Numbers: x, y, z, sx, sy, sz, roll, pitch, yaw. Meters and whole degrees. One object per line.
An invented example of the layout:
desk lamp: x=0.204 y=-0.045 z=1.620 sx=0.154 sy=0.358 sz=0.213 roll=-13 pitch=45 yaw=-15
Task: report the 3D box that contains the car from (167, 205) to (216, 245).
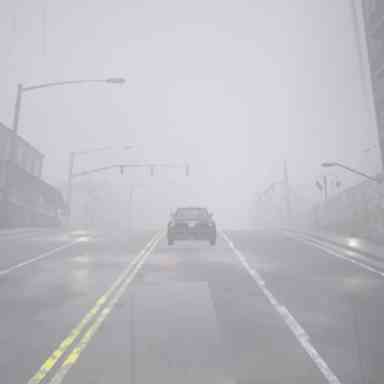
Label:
car: x=-0.017 y=1.417 z=15.856 sx=2.097 sy=1.767 sz=4.553 roll=0 pitch=-1 yaw=0
